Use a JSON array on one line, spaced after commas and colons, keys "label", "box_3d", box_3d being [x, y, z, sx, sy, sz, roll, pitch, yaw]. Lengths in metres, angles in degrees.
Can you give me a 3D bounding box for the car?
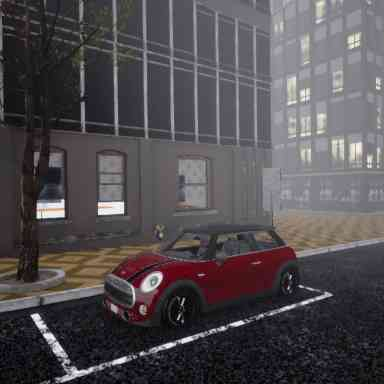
[{"label": "car", "box_3d": [0.295, 1.439, 6.800, 4.097, 1.590, 1.967, 0, -1, -36]}]
